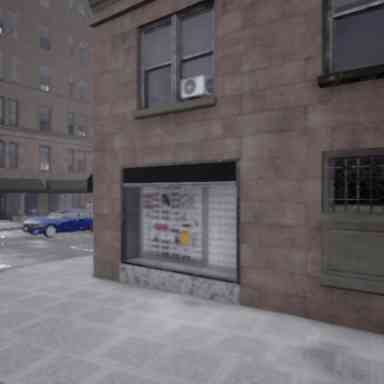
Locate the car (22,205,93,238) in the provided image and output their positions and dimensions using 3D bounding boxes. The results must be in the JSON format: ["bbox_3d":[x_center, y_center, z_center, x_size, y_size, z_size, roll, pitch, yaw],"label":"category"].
[{"bbox_3d":[-7.594,1.774,20.164,1.882,1.535,5.008,0,-1,35],"label":"car"}]

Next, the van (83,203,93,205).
[{"bbox_3d":[-6.807,1.717,25.783,1.690,1.788,3.998,-1,-2,35],"label":"van"}]
